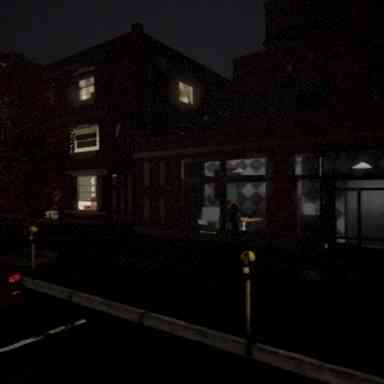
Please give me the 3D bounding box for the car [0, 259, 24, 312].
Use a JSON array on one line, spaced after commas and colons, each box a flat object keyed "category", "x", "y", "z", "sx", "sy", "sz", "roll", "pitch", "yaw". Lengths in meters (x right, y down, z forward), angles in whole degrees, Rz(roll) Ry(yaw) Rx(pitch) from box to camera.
[{"category": "car", "x": -4.822, "y": 1.570, "z": 6.314, "sx": 4.206, "sy": 1.307, "sz": 1.802, "roll": 0, "pitch": 0, "yaw": 35}]
